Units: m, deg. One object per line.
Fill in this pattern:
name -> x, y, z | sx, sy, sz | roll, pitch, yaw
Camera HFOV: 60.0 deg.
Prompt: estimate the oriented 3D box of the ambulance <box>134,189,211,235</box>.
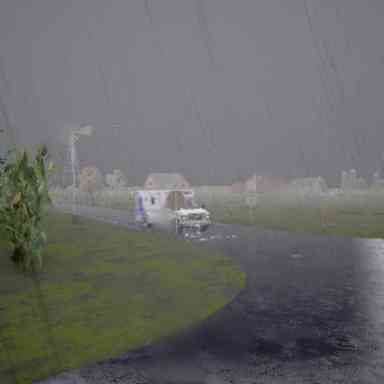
ambulance -> -1.332, 1.077, 20.268 | 2.351, 2.431, 6.366 | -1, 0, -31
